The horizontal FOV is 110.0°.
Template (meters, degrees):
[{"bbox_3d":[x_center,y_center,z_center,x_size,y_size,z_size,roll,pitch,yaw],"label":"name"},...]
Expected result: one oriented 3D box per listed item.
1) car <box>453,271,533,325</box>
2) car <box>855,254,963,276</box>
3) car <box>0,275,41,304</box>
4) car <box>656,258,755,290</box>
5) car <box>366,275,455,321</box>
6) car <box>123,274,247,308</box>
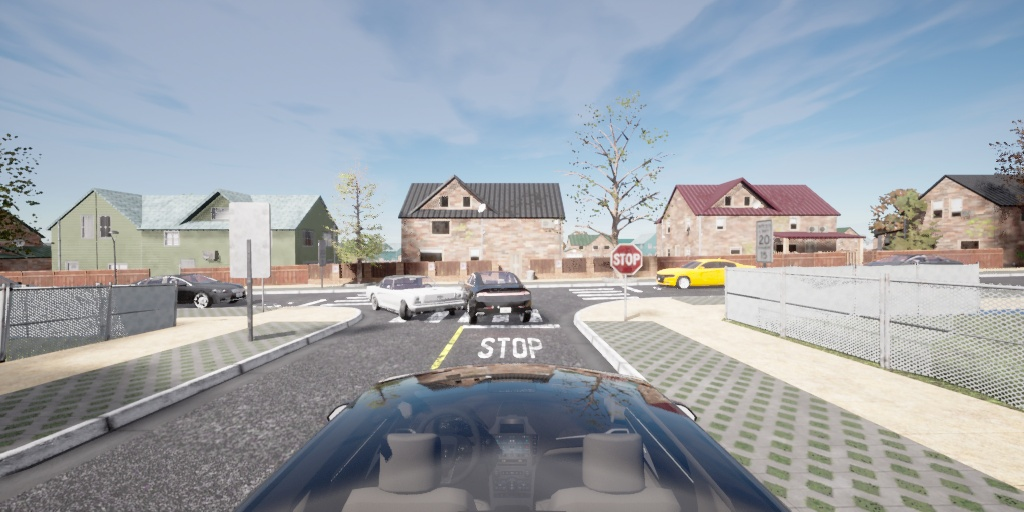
[{"bbox_3d":[-0.678,1.242,11.983,2.128,1.511,4.902,0,0,-12],"label":"car"},{"bbox_3d":[21.338,0.668,19.421,4.902,1.511,2.128,-1,1,0],"label":"car"},{"bbox_3d":[-24.230,1.648,16.312,4.553,1.767,2.097,-1,1,0],"label":"car"},{"bbox_3d":[10.392,0.911,19.348,5.008,1.535,1.882,-1,1,-1],"label":"car"},{"bbox_3d":[-3.595,1.368,12.844,1.895,1.301,4.718,0,0,-38],"label":"car"},{"bbox_3d":[-14.892,1.566,16.347,4.902,1.511,2.128,-1,1,0],"label":"car"}]
